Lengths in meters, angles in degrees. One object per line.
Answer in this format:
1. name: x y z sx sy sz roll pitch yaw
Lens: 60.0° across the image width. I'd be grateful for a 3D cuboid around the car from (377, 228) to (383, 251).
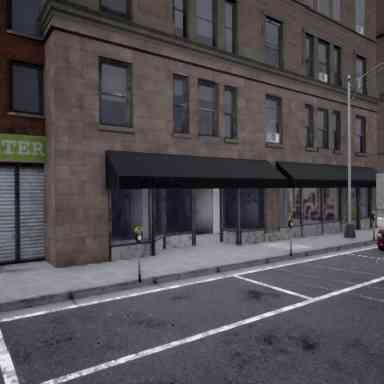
1. car: 8.899 1.540 12.894 4.507 1.381 1.887 0 -1 -36
